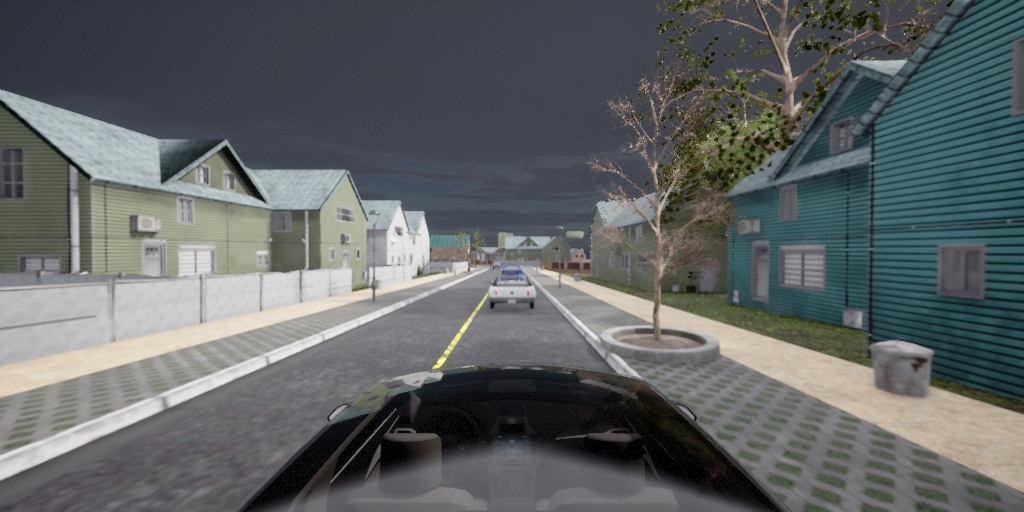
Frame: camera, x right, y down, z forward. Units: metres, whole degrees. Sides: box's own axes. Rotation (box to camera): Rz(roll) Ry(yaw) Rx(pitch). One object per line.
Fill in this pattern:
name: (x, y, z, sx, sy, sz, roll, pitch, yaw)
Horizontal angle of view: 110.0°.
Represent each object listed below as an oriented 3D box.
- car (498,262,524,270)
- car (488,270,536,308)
car: (0.010, 1.498, 31.327, 1.882, 1.535, 5.008, 0, 0, 0)
car: (0.004, 1.481, 15.939, 1.895, 1.301, 4.718, 0, 0, 0)
